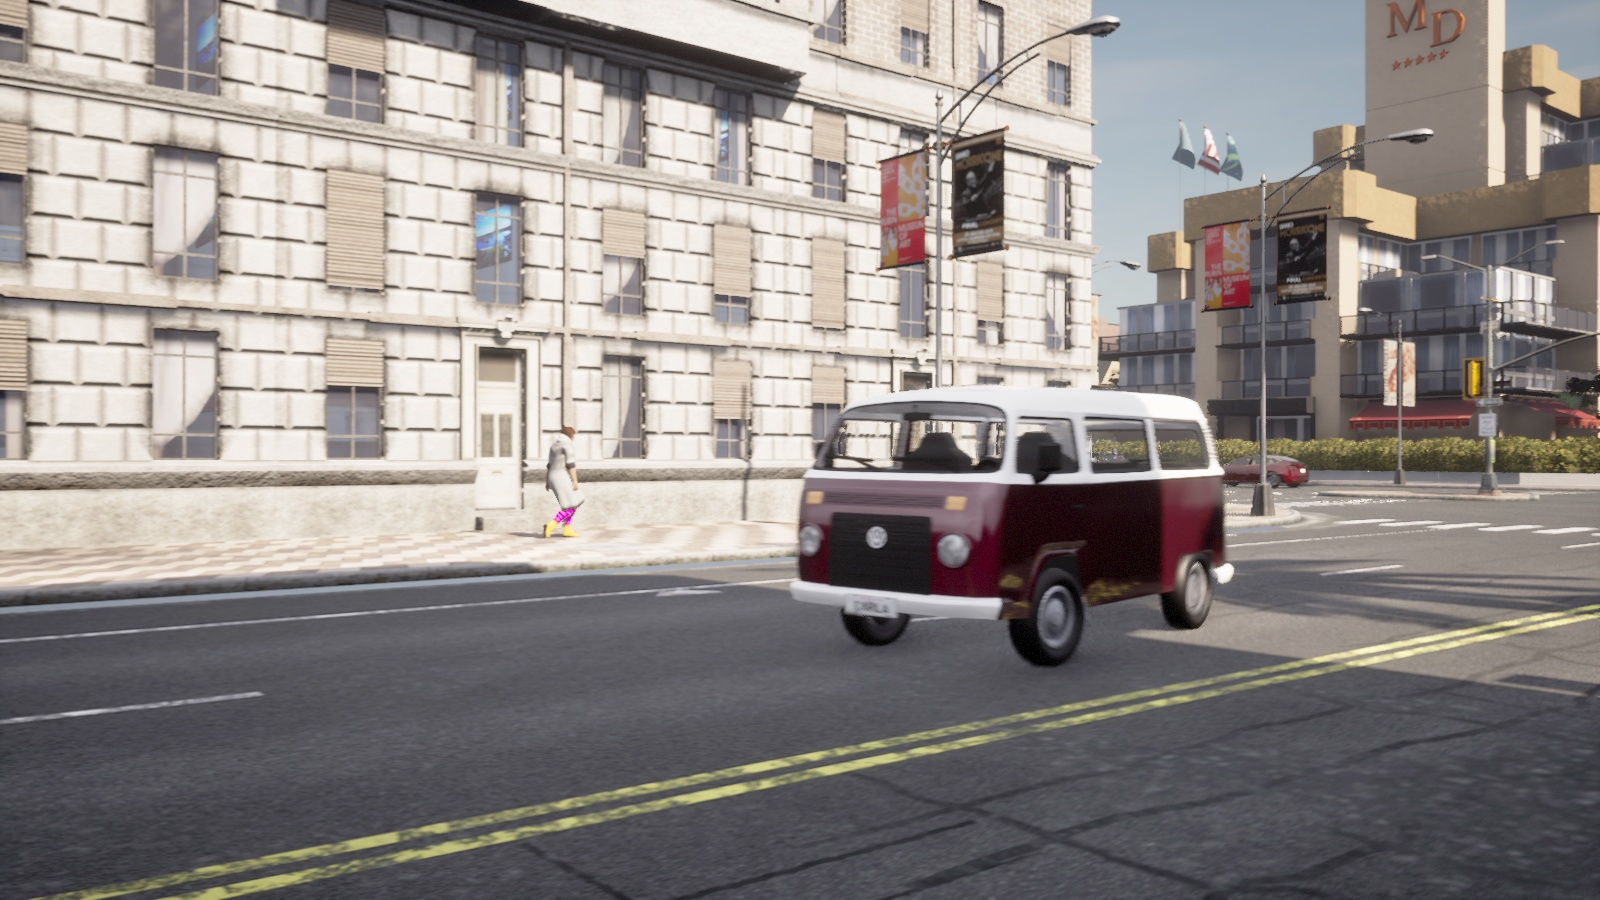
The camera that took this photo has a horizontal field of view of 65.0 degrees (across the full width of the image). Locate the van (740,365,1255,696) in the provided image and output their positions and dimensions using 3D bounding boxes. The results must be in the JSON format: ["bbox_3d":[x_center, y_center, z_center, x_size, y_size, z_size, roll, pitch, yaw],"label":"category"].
[{"bbox_3d":[1.805,0.495,10.105,2.069,2.038,4.480,0,0,40],"label":"van"}]

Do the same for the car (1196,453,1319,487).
[{"bbox_3d":[20.614,0.866,56.766,2.163,1.488,4.792,0,0,-39],"label":"car"}]

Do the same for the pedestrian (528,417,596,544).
[{"bbox_3d":[-3.751,0.472,19.812,0.873,1.952,0.659,0,0,-32],"label":"pedestrian"}]
